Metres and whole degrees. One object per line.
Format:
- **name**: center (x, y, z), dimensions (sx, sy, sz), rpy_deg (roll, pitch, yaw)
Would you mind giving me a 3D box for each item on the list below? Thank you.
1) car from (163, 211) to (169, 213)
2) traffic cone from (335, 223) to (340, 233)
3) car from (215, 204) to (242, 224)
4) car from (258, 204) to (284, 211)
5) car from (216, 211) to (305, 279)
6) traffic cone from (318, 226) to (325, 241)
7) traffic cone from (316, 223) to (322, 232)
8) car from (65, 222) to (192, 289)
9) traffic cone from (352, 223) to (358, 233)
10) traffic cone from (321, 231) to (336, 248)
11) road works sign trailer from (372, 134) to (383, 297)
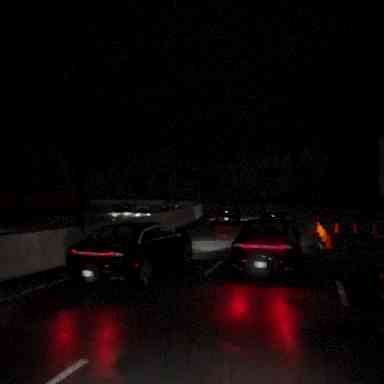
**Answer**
- **car**: center (-2.899, 1.893, 45.831), dimensions (2.097, 1.767, 4.553), rpy_deg (-1, -1, -2)
- **traffic cone**: center (8.472, 2.085, 19.472), dimensions (0.340, 0.580, 0.340), rpy_deg (-1, -1, 17)
- **car**: center (2.981, 1.779, 27.279), dimensions (1.837, 1.490, 4.892), rpy_deg (-1, -1, 10)
- **car**: center (6.649, 1.722, 28.090), dimensions (1.882, 1.535, 5.008), rpy_deg (-1, -1, 9)
- **car**: center (2.451, 1.584, 10.475), dimensions (2.128, 1.511, 4.902), rpy_deg (-1, -1, 19)
- **traffic cone**: center (6.348, 2.068, 15.939), dimensions (0.340, 0.580, 0.340), rpy_deg (-1, -1, 17)
- **traffic cone**: center (6.932, 2.083, 17.851), dimensions (0.340, 0.580, 0.340), rpy_deg (-1, -1, 17)
- **car**: center (-1.502, 1.616, 9.682), dimensions (2.128, 1.511, 4.902), rpy_deg (-1, -1, 20)
- **traffic cone**: center (9.429, 2.071, 19.180), dimensions (0.340, 0.580, 0.340), rpy_deg (-1, -1, 17)
- **traffic cone**: center (5.764, 2.052, 14.026), dimensions (0.340, 0.580, 0.340), rpy_deg (-1, -1, 17)
- **road works sign trailer**: center (5.127, 0.489, 6.913), dimensions (2.380, 3.560, 2.880), rpy_deg (-1, -1, 17)
